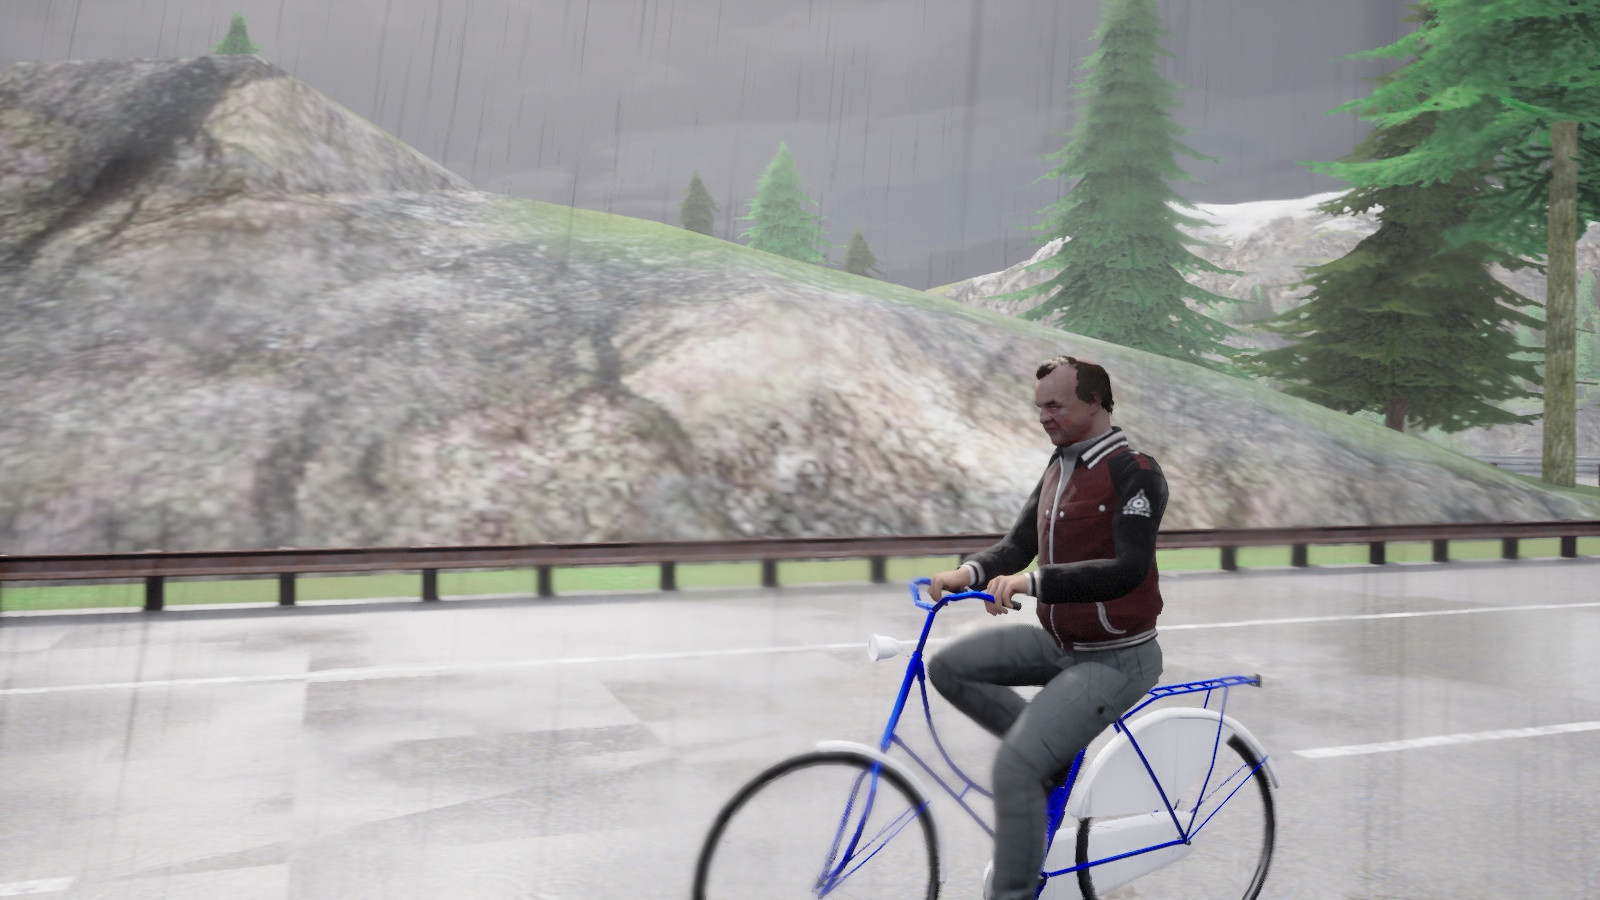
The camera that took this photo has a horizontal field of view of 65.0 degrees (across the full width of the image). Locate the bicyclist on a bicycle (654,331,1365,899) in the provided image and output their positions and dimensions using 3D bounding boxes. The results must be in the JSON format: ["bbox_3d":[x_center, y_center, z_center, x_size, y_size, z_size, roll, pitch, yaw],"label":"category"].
[{"bbox_3d":[0.587,0.606,3.461,1.843,1.776,0.659,-1,1,-21],"label":"bicyclist on a bicycle"}]
